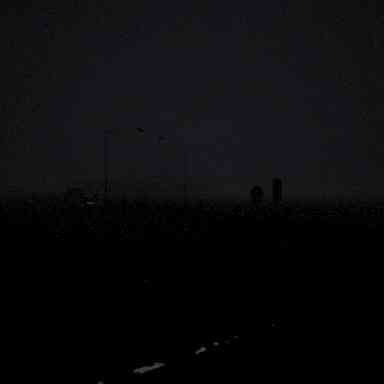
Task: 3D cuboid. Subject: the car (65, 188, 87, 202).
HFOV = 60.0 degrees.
[{"bbox_3d":[-17.759,0.392,50.806,2.150,2.045,5.566,1,1,-34],"label":"car"}]
